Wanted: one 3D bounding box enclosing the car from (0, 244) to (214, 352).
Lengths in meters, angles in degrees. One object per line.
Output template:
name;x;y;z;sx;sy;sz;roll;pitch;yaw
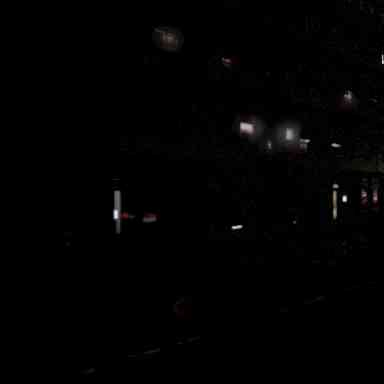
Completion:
car;-1.524;1.583;5.474;4.206;1.307;1.802;0;0;-36

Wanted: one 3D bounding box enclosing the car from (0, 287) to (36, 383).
car;-3.212;1.600;1.086;4.718;1.301;1.895;0;0;-36
